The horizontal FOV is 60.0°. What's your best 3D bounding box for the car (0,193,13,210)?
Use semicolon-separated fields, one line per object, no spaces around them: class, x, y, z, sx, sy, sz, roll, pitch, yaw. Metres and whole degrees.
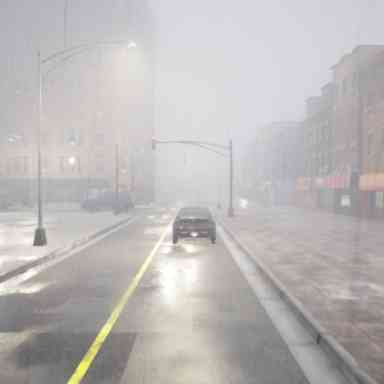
car;-22.806;1.080;36.924;5.566;2.045;2.150;0;1;10

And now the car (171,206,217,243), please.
car;0.094;1.397;15.424;1.837;1.490;4.892;0;0;0

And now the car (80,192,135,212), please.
car;-8.724;1.021;34.598;5.566;2.045;2.150;0;1;9
